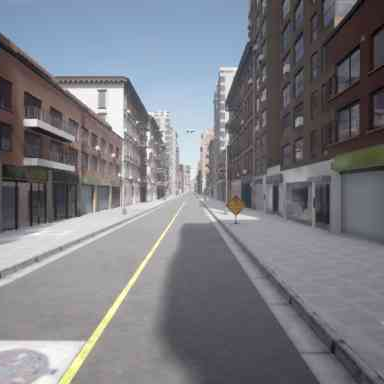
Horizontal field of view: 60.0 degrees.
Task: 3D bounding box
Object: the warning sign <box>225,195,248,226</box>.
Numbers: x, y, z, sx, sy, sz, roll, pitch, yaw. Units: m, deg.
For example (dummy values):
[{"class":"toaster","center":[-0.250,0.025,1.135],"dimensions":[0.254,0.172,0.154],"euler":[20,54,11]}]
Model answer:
[{"class":"warning sign","center":[2.716,1.105,20.576],"dimensions":[1.300,1.860,1.060],"euler":[0,0,0]}]
